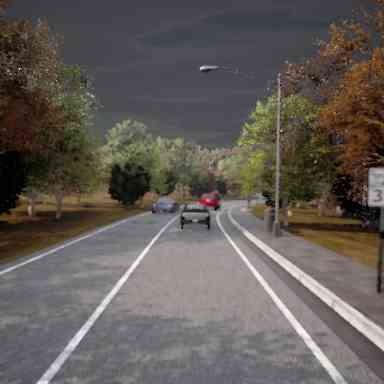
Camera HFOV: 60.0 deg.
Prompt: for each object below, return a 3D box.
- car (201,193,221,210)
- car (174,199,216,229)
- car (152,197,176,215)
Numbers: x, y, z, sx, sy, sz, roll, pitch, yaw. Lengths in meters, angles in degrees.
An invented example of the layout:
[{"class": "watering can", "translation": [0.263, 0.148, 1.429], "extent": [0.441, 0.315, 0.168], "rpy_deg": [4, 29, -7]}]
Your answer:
[{"class": "car", "translation": [2.401, 1.176, 42.202], "extent": [2.150, 2.045, 5.566], "rpy_deg": [1, 0, 10]}, {"class": "car", "translation": [0.267, 1.453, 21.610], "extent": [2.128, 1.511, 4.902], "rpy_deg": [0, 0, 2]}, {"class": "car", "translation": [-2.594, 1.272, 33.188], "extent": [2.097, 1.767, 4.553], "rpy_deg": [1, 0, 6]}]
